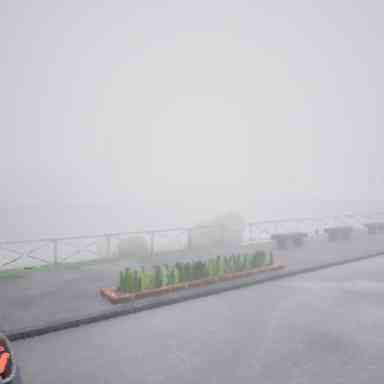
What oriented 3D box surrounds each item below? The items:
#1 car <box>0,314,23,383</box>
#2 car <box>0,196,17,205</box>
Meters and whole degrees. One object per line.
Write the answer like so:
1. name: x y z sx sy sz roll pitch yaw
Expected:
1. car: -3.606 1.357 2.033 4.553 1.767 2.097 0 0 -35
2. car: -32.673 1.463 56.798 5.008 1.535 1.882 0 0 -36
